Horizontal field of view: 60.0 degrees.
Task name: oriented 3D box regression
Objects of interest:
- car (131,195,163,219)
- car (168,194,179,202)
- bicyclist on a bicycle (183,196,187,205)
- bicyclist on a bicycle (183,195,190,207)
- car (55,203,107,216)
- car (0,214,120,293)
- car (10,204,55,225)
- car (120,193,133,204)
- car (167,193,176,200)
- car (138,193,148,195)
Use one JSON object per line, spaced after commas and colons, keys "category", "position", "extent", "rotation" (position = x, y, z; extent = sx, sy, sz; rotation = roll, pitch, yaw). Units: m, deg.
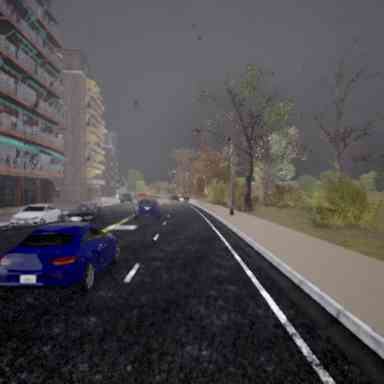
{"category": "car", "position": [-3.680, 1.352, 28.711], "extent": [2.097, 1.767, 4.553], "rotation": [0, 0, -2]}
{"category": "car", "position": [-3.986, 1.473, 76.696], "extent": [1.837, 1.490, 4.892], "rotation": [0, 0, -6]}
{"category": "bicyclist on a bicycle", "position": [-1.285, 1.439, 57.301], "extent": [0.582, 1.620, 1.656], "rotation": [0, 0, -5]}
{"category": "bicyclist on a bicycle", "position": [-0.650, 1.362, 48.579], "extent": [0.659, 1.776, 1.843], "rotation": [0, 0, -4]}
{"category": "car", "position": [-6.903, 1.493, 22.030], "extent": [2.128, 1.511, 4.902], "rotation": [0, 0, -2]}
{"category": "car", "position": [-3.199, 1.526, 8.749], "extent": [1.812, 1.442, 4.674], "rotation": [0, 0, 0]}
{"category": "car", "position": [-10.155, 1.528, 22.037], "extent": [1.812, 1.442, 4.674], "rotation": [0, 0, -2]}
{"category": "car", "position": [-12.561, 1.213, 64.201], "extent": [2.150, 2.045, 5.566], "rotation": [0, 0, -5]}
{"category": "car", "position": [-5.427, 1.299, 89.143], "extent": [2.097, 1.767, 4.553], "rotation": [0, 0, -7]}
{"category": "car", "position": [-9.147, 1.216, 62.338], "extent": [2.150, 2.045, 5.566], "rotation": [0, 0, -4]}
